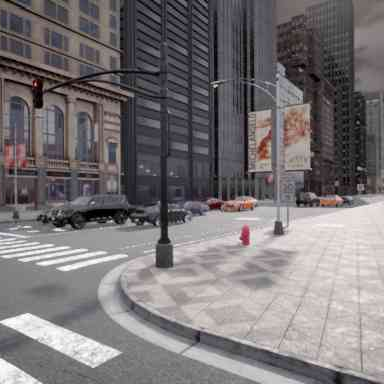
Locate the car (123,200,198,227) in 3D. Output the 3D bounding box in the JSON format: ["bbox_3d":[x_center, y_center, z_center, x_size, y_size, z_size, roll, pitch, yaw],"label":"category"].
[{"bbox_3d":[-1.923,1.436,22.154,1.837,1.490,4.892,0,0,37],"label":"car"}]

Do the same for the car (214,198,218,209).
[{"bbox_3d":[1.983,1.418,39.007,1.882,1.535,5.008,-1,0,36],"label":"car"}]

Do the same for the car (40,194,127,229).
[{"bbox_3d":[-6.461,1.186,21.572,2.150,2.045,5.566,-1,0,35],"label":"car"}]

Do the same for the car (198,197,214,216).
[{"bbox_3d":[-0.510,1.485,29.919,2.033,1.411,5.357,-1,0,35],"label":"car"}]

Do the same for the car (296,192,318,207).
[{"bbox_3d":[16.977,1.083,48.528,2.150,2.045,5.566,-1,0,36],"label":"car"}]

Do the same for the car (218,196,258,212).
[{"bbox_3d":[5.412,1.265,38.188,2.097,1.767,4.553,-1,0,36],"label":"car"}]

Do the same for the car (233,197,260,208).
[{"bbox_3d":[7.760,1.445,47.050,1.812,1.442,4.674,-1,0,36],"label":"car"}]

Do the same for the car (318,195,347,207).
[{"bbox_3d":[19.974,1.188,47.129,2.097,1.767,4.553,-1,0,36],"label":"car"}]

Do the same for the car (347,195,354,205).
[{"bbox_3d":[25.364,1.331,54.690,1.837,1.490,4.892,-1,0,36],"label":"car"}]

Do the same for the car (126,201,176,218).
[{"bbox_3d":[-3.738,1.565,30.991,1.895,1.301,4.718,-1,0,35],"label":"car"}]

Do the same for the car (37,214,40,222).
[{"bbox_3d":[-8.816,1.550,23.862,1.994,1.385,4.181,-1,0,36],"label":"car"}]
